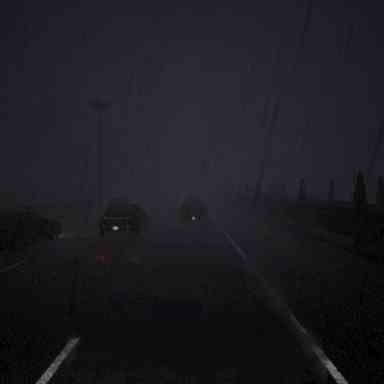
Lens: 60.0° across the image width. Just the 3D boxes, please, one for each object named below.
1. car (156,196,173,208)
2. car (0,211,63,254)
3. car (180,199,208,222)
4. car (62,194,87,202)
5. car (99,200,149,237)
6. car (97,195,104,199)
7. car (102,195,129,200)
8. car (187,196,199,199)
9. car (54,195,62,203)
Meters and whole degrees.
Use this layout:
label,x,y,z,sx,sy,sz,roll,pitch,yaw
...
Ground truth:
label,x,y,z,sx,sy,sz,roll,pitch,yaw
car,-3.386,1.255,41.057,2.033,1.411,5.357,0,0,0
car,-6.896,1.455,12.949,2.033,1.411,5.357,0,0,0
car,0.108,1.429,24.154,1.895,1.301,4.718,0,0,0
car,-17.528,1.146,50.617,1.837,1.490,4.892,0,0,0
car,-3.394,1.369,17.194,2.128,1.511,4.902,0,0,0
car,-13.999,1.168,53.424,2.033,1.411,5.357,0,0,0
car,-6.889,1.249,32.188,1.882,1.535,5.008,0,0,0
car,0.114,1.212,41.277,1.837,1.490,4.892,0,1,0
car,-20.984,1.180,54.775,1.994,1.385,4.181,0,0,0
